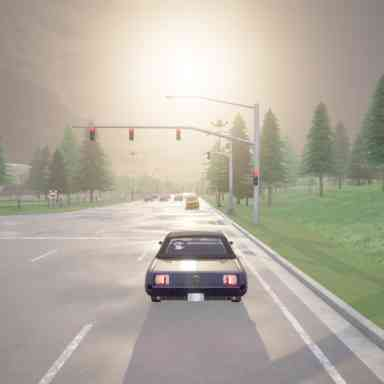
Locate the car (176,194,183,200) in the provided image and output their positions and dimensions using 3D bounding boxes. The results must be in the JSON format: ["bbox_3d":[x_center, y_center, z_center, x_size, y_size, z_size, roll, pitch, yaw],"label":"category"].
[{"bbox_3d":[-3.338,1.357,90.904,1.812,1.442,4.674,0,0,0],"label":"car"}]

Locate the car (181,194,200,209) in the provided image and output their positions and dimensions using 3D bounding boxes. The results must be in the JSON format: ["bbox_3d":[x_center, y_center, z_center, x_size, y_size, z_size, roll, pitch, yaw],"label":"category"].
[{"bbox_3d":[-0.052,1.071,46.421,1.882,1.535,5.008,-5,16,-2],"label":"car"}]

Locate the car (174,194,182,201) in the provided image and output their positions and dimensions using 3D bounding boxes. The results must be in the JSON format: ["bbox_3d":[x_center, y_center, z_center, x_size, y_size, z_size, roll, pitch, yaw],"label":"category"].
[{"bbox_3d":[-3.356,1.545,80.901,1.994,1.385,4.181,0,0,0],"label":"car"}]

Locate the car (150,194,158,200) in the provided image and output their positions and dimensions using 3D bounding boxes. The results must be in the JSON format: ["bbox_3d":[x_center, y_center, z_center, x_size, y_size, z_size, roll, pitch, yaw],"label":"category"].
[{"bbox_3d":[-10.338,1.332,90.917,1.837,1.490,4.892,0,0,0],"label":"car"}]

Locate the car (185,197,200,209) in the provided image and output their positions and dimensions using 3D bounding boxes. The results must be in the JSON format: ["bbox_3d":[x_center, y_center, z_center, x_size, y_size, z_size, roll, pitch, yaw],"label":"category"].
[{"bbox_3d":[0.071,1.575,49.859,2.033,1.411,5.357,-1,1,0],"label":"car"}]

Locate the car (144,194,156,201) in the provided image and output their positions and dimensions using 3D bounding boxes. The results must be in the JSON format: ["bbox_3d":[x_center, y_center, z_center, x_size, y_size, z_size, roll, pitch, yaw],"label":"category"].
[{"bbox_3d":[-10.357,1.531,80.497,2.033,1.411,5.357,0,0,0],"label":"car"}]

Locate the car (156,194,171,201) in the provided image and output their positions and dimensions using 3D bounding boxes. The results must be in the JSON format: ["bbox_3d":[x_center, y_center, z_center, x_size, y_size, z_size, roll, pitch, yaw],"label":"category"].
[{"bbox_3d":[-6.857,1.531,80.491,2.033,1.411,5.357,0,0,0],"label":"car"}]

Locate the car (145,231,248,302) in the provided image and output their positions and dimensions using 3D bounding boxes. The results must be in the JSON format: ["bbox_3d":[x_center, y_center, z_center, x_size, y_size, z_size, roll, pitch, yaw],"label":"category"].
[{"bbox_3d":[0.094,1.601,8.191,1.895,1.301,4.718,0,0,0],"label":"car"}]

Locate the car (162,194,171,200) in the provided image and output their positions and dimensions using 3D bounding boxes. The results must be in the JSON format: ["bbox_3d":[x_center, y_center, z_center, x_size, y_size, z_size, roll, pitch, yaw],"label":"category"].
[{"bbox_3d":[-6.838,1.372,90.911,2.033,1.411,5.357,0,0,0],"label":"car"}]
